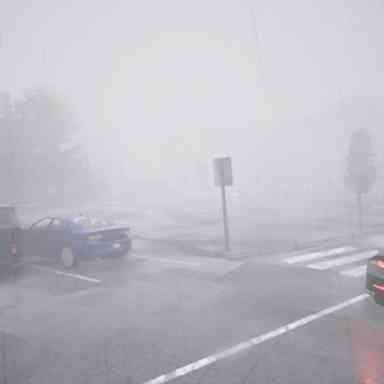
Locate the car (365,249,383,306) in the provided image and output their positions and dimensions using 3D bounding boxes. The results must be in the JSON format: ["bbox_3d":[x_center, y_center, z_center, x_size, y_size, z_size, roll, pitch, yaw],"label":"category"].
[{"bbox_3d":[5.279,1.399,6.534,4.902,1.511,2.128,-1,0,-37],"label":"car"}]

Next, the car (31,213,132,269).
[{"bbox_3d":[-4.214,1.461,11.118,5.008,1.535,2.097,-1,0,35],"label":"car"}]

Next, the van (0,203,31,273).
[{"bbox_3d":[-6.774,1.272,9.468,4.442,1.987,1.878,-1,0,35],"label":"van"}]

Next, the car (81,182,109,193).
[{"bbox_3d":[-15.378,-0.823,54.481,2.163,1.488,4.792,1,7,16],"label":"car"}]
